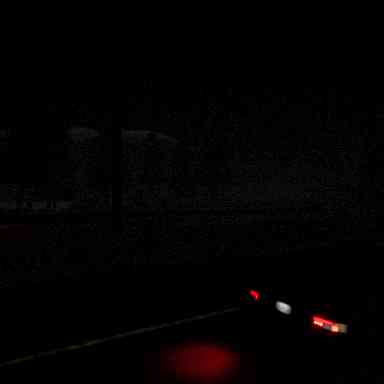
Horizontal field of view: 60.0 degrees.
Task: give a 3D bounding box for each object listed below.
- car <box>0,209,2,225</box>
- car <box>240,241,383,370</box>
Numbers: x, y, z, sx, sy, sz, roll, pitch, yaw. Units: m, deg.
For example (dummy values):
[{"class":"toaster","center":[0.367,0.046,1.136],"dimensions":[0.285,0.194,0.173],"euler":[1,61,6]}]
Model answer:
[{"class":"car","center":[-12.549,1.161,16.365],"dimensions":[5.566,2.045,2.150],"euler":[0,0,-34]},{"class":"car","center":[3.362,1.573,5.598],"dimensions":[5.357,1.411,2.033],"euler":[0,0,-30]}]
